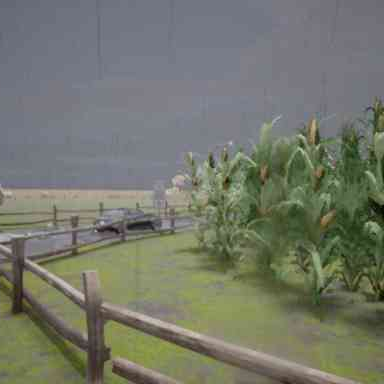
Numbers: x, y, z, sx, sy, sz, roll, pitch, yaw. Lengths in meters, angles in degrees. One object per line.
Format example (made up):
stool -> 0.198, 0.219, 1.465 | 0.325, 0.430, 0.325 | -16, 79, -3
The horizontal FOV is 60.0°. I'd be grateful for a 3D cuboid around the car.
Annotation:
car -> -3.638, 1.595, 19.306 | 1.994, 1.385, 4.181 | 1, 0, 35
